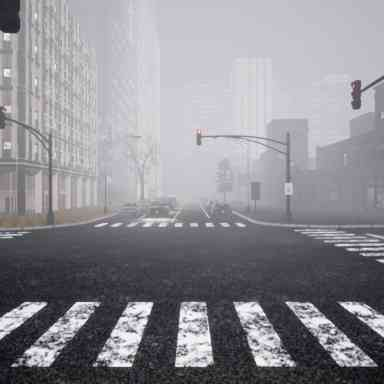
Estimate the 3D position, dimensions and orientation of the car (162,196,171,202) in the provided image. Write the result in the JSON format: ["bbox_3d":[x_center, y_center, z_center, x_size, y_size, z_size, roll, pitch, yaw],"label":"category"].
[{"bbox_3d":[-5.725,1.631,75.114,1.802,1.307,4.206,0,0,0],"label":"car"}]

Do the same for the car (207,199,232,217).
[{"bbox_3d":[2.677,1.554,30.791,1.887,1.381,4.507,0,0,0],"label":"car"}]

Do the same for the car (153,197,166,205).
[{"bbox_3d":[-5.717,1.594,58.491,1.947,1.339,4.313,0,0,0],"label":"car"}]

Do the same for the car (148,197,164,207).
[{"bbox_3d":[-5.714,1.574,52.951,2.008,1.369,4.403,0,0,0],"label":"car"}]

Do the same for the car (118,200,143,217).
[{"bbox_3d":[-5.704,1.591,30.787,1.802,1.307,4.206,0,0,0],"label":"car"}]

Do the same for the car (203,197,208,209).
[{"bbox_3d":[2.672,1.598,41.874,1.802,1.307,4.206,0,0,0],"label":"car"}]

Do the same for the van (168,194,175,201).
[{"bbox_3d":[-5.733,1.414,91.737,1.690,1.788,3.998,0,0,0],"label":"van"}]

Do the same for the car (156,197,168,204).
[{"bbox_3d":[-5.720,1.600,64.033,1.947,1.339,4.313,0,0,0],"label":"car"}]

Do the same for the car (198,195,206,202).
[{"bbox_3d":[2.656,1.600,75.118,2.008,1.369,4.403,0,0,0],"label":"car"}]

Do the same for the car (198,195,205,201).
[{"bbox_3d":[2.648,1.639,91.741,1.947,1.339,4.313,0,0,0],"label":"car"}]

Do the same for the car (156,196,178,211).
[{"bbox_3d":[-3.116,1.579,40.931,1.994,1.385,4.181,0,0,0],"label":"car"}]

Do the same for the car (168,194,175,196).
[{"bbox_3d":[-3.113,1.500,50.914,1.882,1.535,5.008,0,0,0],"label":"car"}]

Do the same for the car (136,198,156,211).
[{"bbox_3d":[-5.709,1.541,41.699,1.752,1.417,4.829,0,0,0],"label":"car"}]

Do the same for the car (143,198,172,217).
[{"bbox_3d":[-3.132,1.573,30.968,1.994,1.385,4.181,0,0,-2],"label":"car"}]
